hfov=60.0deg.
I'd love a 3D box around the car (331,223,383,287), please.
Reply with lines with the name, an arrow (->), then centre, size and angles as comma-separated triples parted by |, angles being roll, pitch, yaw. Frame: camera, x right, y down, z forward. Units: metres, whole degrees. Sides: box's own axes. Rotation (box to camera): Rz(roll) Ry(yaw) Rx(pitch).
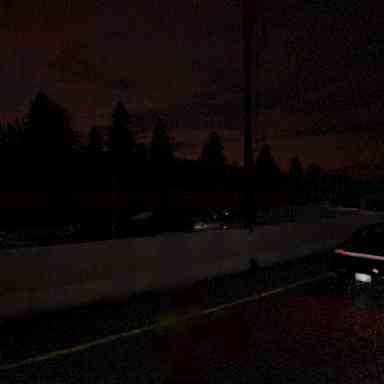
car -> 5.301, 1.521, 8.322 | 4.902, 1.511, 2.128 | 0, 0, -41

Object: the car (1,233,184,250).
car -> -3.110, 1.585, 10.581 | 5.357, 1.411, 2.033 | 0, 0, -38

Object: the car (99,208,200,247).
car -> -1.943, 1.583, 16.145 | 4.674, 1.442, 1.812 | 0, 0, -42
